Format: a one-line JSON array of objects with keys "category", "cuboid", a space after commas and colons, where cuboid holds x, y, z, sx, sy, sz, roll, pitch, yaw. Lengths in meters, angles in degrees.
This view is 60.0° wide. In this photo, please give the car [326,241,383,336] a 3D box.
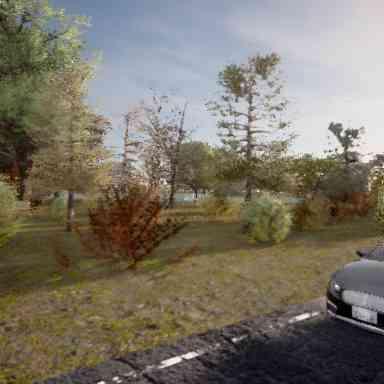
[{"category": "car", "cuboid": [4.514, 1.554, 6.299, 4.902, 1.511, 2.128, 1, 0, -36]}]
